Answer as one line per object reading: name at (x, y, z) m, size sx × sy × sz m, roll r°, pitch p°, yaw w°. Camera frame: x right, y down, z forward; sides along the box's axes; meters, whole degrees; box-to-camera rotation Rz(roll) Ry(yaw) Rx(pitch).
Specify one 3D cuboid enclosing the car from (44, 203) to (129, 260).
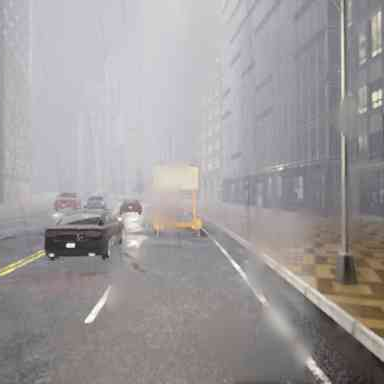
car at (-3.692, 1.389, 12.153) m, size 1.882 × 1.535 × 5.008 m, roll 0°, pitch 0°, yaw -4°

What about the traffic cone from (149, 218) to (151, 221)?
traffic cone at (-2.915, 1.778, 24.178) m, size 0.340 × 0.580 × 0.340 m, roll 0°, pitch 0°, yaw -6°

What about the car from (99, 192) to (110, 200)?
car at (-19.356, 0.882, 73.416) m, size 1.882 × 1.535 × 5.008 m, roll 0°, pitch 0°, yaw -19°

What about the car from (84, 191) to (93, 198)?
car at (-23.306, 0.582, 74.866) m, size 1.882 × 1.535 × 5.008 m, roll 0°, pitch 0°, yaw -19°

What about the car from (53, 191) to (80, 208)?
car at (-13.154, 0.947, 35.610) m, size 2.150 × 2.045 × 5.566 m, roll 0°, pitch 1°, yaw -10°

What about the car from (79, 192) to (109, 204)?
car at (-9.420, 1.105, 32.795) m, size 2.097 × 1.767 × 4.553 m, roll 0°, pitch 0°, yaw -9°

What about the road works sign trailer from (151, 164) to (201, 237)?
road works sign trailer at (-0.800, 0.337, 17.354) m, size 2.380 × 3.560 × 2.880 m, roll 0°, pitch 0°, yaw -6°

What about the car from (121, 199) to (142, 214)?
car at (-5.736, 1.332, 31.409) m, size 1.994 × 1.385 × 4.181 m, roll 0°, pitch 0°, yaw -8°
